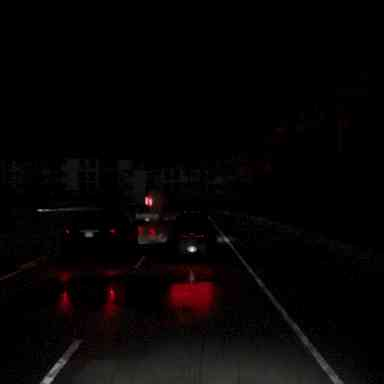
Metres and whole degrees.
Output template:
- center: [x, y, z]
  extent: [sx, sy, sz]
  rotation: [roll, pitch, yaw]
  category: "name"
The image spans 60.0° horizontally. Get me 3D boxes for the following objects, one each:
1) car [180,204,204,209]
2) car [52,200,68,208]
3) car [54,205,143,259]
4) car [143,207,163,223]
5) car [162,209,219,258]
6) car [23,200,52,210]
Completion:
- center: [0.009, 1.805, 28.481]
  extent: [2.128, 1.511, 4.902]
  rotation: [0, 0, 0]
  category: "car"
- center: [-23.340, 2.100, 57.017]
  extent: [5.008, 1.535, 1.882]
  rotation: [-1, -1, 30]
  category: "car"
- center: [-3.482, 1.499, 13.407]
  extent: [2.097, 1.767, 4.553]
  rotation: [0, -1, 0]
  category: "car"
- center: [-3.492, 1.910, 28.228]
  extent: [1.895, 1.301, 4.718]
  rotation: [0, -1, 0]
  category: "car"
- center: [0.017, 1.656, 13.487]
  extent: [1.837, 1.490, 4.892]
  rotation: [0, 0, 0]
  category: "car"
- center: [-25.473, 2.156, 54.190]
  extent: [4.181, 1.385, 1.994]
  rotation: [0, -1, 30]
  category: "car"
